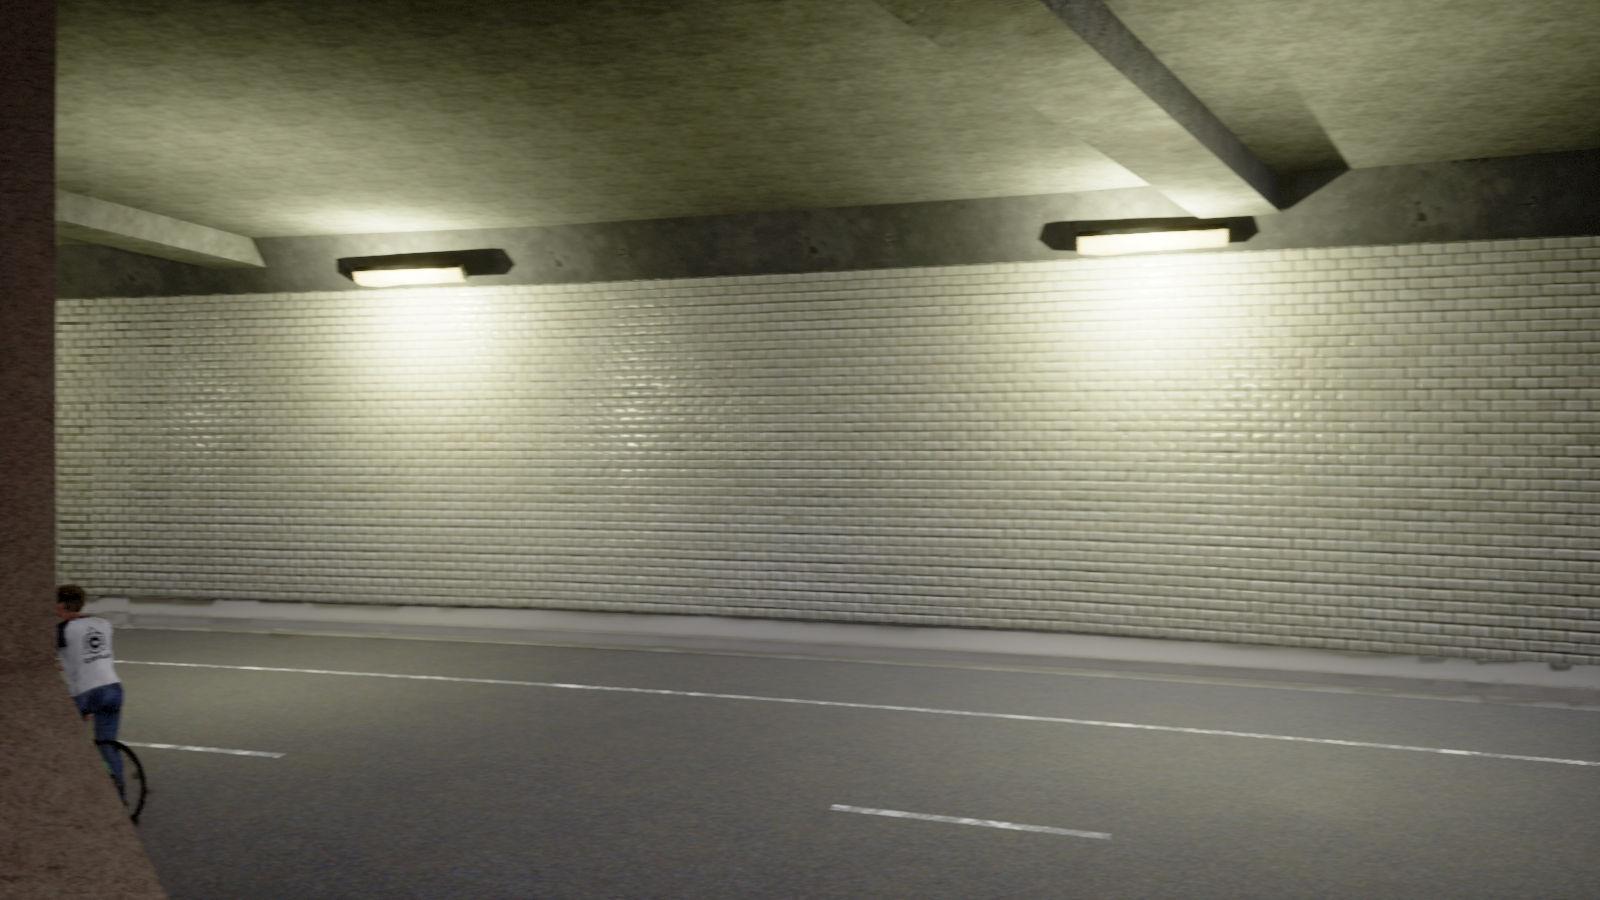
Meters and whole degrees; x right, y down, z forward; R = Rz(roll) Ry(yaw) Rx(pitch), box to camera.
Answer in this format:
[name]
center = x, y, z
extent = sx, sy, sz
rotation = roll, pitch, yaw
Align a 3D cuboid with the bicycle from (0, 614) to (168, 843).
[bicycle]
center = -5.545, 2.042, 8.545
extent = 1.643, 1.521, 0.373
rotation = 0, 0, 16
